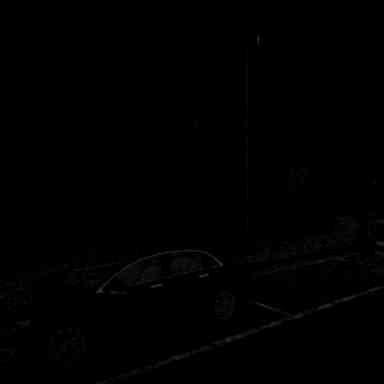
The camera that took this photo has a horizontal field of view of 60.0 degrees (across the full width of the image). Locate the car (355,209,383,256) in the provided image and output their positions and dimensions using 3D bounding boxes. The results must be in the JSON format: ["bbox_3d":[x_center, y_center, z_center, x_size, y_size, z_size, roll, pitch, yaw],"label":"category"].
[{"bbox_3d":[7.889,1.284,11.811,5.009,1.841,2.192,0,0,-35],"label":"car"}]

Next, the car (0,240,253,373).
[{"bbox_3d":[-0.925,1.545,5.527,4.403,1.369,2.008,0,0,-35],"label":"car"}]
